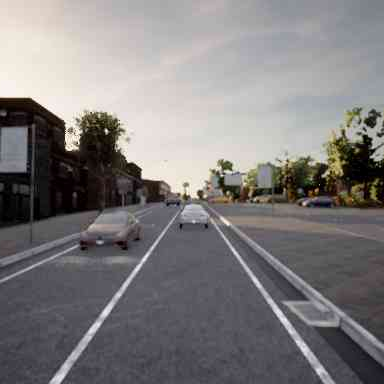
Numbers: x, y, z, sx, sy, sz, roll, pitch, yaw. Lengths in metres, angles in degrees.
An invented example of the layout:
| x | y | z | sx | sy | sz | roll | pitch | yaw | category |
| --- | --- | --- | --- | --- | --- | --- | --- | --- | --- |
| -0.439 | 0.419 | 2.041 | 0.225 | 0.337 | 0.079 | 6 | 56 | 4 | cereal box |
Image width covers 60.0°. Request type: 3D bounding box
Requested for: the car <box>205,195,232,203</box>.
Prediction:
| x | y | z | sx | sy | sz | roll | pitch | yaw | category |
| --- | --- | --- | --- | --- | --- | --- | --- | --- | --- |
| 6.134 | 1.820 | 73.931 | 5.366 | 1.575 | 1.946 | 0 | -1 | 0 | car |

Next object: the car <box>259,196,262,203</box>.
| x | y | z | sx | sy | sz | roll | pitch | yaw | category |
| --- | --- | --- | --- | --- | --- | --- | --- | --- | --- |
| 18.755 | 1.867 | 76.171 | 5.366 | 1.575 | 1.946 | 0 | -1 | 0 | car |

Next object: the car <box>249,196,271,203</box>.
| x | y | z | sx | sy | sz | roll | pitch | yaw | category |
| --- | --- | --- | --- | --- | --- | --- | --- | --- | --- |
| 18.414 | 2.004 | 90.011 | 5.566 | 2.045 | 2.435 | 0 | -2 | -1 | car |

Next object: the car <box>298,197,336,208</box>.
| x | y | z | sx | sy | sz | roll | pitch | yaw | category |
| --- | --- | --- | --- | --- | --- | --- | --- | --- | --- |
| 18.785 | 1.474 | 49.413 | 4.553 | 1.767 | 2.185 | 0 | 0 | 0 | car |

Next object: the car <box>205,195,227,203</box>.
| x | y | z | sx | sy | sz | roll | pitch | yaw | category |
| --- | --- | --- | --- | --- | --- | --- | --- | --- | --- |
| 6.249 | 1.873 | 86.082 | 5.566 | 2.045 | 2.435 | 0 | -2 | -1 | car |

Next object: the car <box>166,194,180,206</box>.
| x | y | z | sx | sy | sz | roll | pitch | yaw | category |
| --- | --- | --- | --- | --- | --- | --- | --- | --- | --- |
| -3.266 | 1.399 | 57.443 | 2.150 | 2.045 | 5.566 | 0 | 0 | 0 | car |

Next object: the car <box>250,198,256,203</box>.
| x | y | z | sx | sy | sz | roll | pitch | yaw | category |
| --- | --- | --- | --- | --- | --- | --- | --- | --- | --- |
| 18.480 | 1.828 | 84.552 | 5.566 | 2.045 | 2.435 | 0 | -2 | -1 | car |

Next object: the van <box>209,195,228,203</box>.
| x | y | z | sx | sy | sz | roll | pitch | yaw | category |
| --- | --- | --- | --- | --- | --- | --- | --- | --- | --- |
| 6.390 | 1.730 | 79.892 | 4.442 | 1.987 | 1.878 | 0 | -1 | 0 | van |

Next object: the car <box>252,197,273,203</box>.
| x | y | z | sx | sy | sz | roll | pitch | yaw | category |
| --- | --- | --- | --- | --- | --- | --- | --- | --- | --- |
| 18.468 | 2.169 | 87.335 | 4.892 | 1.521 | 2.231 | 0 | -2 | -1 | car |

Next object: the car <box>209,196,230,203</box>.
| x | y | z | sx | sy | sz | roll | pitch | yaw | category |
| --- | --- | --- | --- | --- | --- | --- | --- | --- | --- |
| 6.328 | 1.757 | 76.853 | 4.553 | 1.767 | 2.185 | 0 | -1 | 0 | car |

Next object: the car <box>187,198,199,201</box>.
| x | y | z | sx | sy | sz | roll | pitch | yaw | category |
| --- | --- | --- | --- | --- | --- | --- | --- | --- | --- |
| 0.124 | 1.477 | 39.161 | 2.097 | 1.767 | 4.553 | 0 | 0 | 0 | car |

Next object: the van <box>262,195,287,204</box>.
| x | y | z | sx | sy | sz | roll | pitch | yaw | category |
| --- | --- | --- | --- | --- | --- | --- | --- | --- | --- |
| 18.474 | 1.588 | 73.380 | 4.442 | 1.987 | 1.878 | 0 | -1 | 0 | van |

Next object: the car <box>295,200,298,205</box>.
| x | y | z | sx | sy | sz | roll | pitch | yaw | category |
| --- | --- | --- | --- | --- | --- | --- | --- | --- | --- |
| 18.716 | 1.651 | 52.583 | 4.674 | 1.452 | 2.002 | 0 | 0 | 0 | car |

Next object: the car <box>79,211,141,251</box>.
| x | y | z | sx | sy | sz | roll | pitch | yaw | category |
| --- | --- | --- | --- | --- | --- | --- | --- | --- | --- |
| -3.341 | 1.573 | 14.392 | 1.812 | 1.442 | 4.674 | 0 | 0 | 0 | car |

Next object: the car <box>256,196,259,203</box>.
| x | y | z | sx | sy | sz | roll | pitch | yaw | category |
| --- | --- | --- | --- | --- | --- | --- | --- | --- | --- |
| 18.736 | 1.927 | 78.831 | 5.366 | 1.575 | 1.946 | 0 | -1 | 0 | car |

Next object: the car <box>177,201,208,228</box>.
| x | y | z | sx | sy | sz | roll | pitch | yaw | category |
| --- | --- | --- | --- | --- | --- | --- | --- | --- | --- |
| 0.111 | 1.600 | 22.785 | 1.812 | 1.442 | 4.674 | 0 | 0 | 0 | car |
